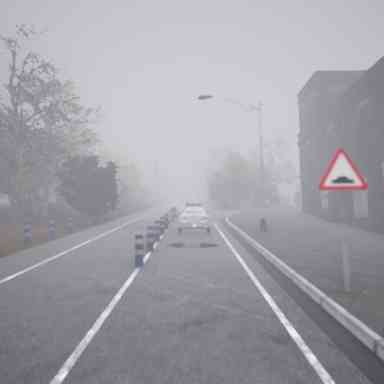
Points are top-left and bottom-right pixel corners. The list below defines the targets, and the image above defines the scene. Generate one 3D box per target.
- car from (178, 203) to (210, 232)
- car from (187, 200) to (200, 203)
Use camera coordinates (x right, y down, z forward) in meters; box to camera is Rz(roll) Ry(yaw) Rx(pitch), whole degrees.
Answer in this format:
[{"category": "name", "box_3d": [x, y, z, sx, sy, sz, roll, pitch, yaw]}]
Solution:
[{"category": "car", "box_3d": [0.129, 1.623, 20.592, 1.812, 1.442, 4.674, 0, 0, 0]}, {"category": "car", "box_3d": [0.159, 1.648, 38.695, 1.882, 1.535, 5.008, 0, -1, 0]}]
